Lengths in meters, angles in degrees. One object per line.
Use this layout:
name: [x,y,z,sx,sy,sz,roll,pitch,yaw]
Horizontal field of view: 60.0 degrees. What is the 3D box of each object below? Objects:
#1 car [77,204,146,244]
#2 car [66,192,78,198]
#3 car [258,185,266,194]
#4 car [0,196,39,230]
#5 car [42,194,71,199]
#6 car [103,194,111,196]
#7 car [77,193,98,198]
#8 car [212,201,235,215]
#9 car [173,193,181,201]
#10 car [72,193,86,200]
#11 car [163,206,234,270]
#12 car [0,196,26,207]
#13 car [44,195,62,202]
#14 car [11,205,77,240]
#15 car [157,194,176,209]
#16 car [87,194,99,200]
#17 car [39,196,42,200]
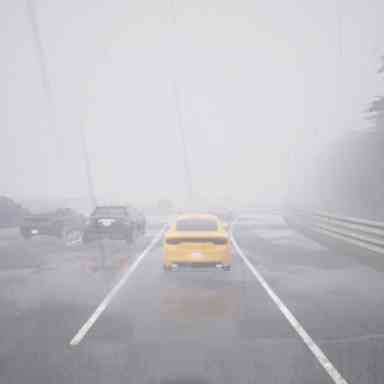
car: [-3.484,1.328,15.737,2.097,1.767,4.553,0,0,0]
car: [-24.661,1.022,67.701,2.150,2.045,5.566,0,0,0]
car: [17.735,-0.411,84.153,1.812,1.442,4.674,0,3,11]
car: [-10.382,1.196,17.122,2.150,2.045,5.566,0,0,0]
car: [-21.115,1.479,52.072,1.994,1.385,4.181,0,0,0]
car: [-21.323,1.213,83.669,2.033,1.411,5.357,0,0,-1]
car: [-21.162,1.151,67.893,2.097,1.767,4.553,0,0,0]
car: [2.655,1.508,29.392,1.812,1.442,4.674,1,0,13]
car: [-3.753,1.075,77.441,2.097,1.767,4.553,0,0,-1]
car: [-28.322,1.150,83.511,1.882,1.535,5.008,0,0,-1]
car: [0.181,1.461,10.985,1.882,1.535,5.008,0,0,1]
car: [-28.103,1.407,51.851,2.128,1.511,4.902,0,0,0]
car: [-28.161,1.349,67.679,1.994,1.385,4.181,0,0,0]
car: [-6.883,1.479,16.967,1.837,1.490,4.892,0,0,0]
car: [-3.513,1.414,43.763,1.882,1.535,5.008,0,0,0]
car: [-24.822,1.225,83.558,1.994,1.385,4.181,0,0,-1]
car: [-24.608,1.421,51.900,1.837,1.490,4.892,0,0,0]
